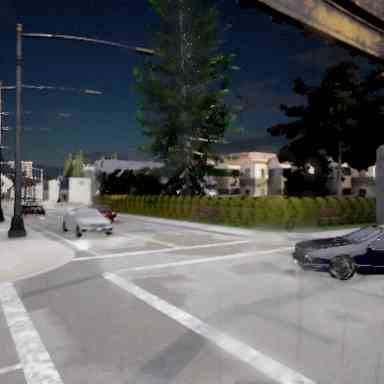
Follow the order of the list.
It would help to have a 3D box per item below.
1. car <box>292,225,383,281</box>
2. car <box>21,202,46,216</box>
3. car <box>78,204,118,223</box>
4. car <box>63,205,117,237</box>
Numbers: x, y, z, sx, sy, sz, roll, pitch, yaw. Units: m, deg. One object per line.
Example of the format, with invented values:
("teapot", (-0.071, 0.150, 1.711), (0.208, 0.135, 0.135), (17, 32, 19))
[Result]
("car", (5.694, 1.654, 9.398), (5.357, 1.411, 2.033), (0, 0, 7))
("car", (-16.618, 1.755, 34.630), (1.994, 1.385, 4.181), (1, -1, -34))
("car", (-8.213, 1.789, 28.702), (1.895, 1.301, 4.718), (1, -1, -35))
("car", (-6.087, 1.647, 19.100), (1.812, 1.442, 4.674), (1, 0, -34))
